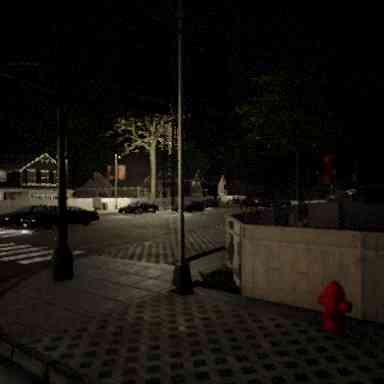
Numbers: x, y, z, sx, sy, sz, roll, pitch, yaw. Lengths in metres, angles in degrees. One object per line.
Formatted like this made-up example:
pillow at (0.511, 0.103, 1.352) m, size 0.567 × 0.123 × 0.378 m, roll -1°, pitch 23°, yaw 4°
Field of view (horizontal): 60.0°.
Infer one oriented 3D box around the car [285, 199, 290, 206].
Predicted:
car at (15.379, 1.801, 55.972) m, size 1.895 × 1.301 × 4.718 m, roll 0°, pitch 0°, yaw 24°

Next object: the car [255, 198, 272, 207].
car at (12.412, 1.784, 57.298) m, size 1.994 × 1.385 × 4.181 m, roll 0°, pitch 0°, yaw 24°

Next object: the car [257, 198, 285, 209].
car at (11.289, 1.720, 47.167) m, size 2.033 × 1.411 × 5.357 m, roll 0°, pitch 0°, yaw 26°

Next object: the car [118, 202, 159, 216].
car at (-5.615, 1.740, 35.689) m, size 2.033 × 1.411 × 5.357 m, roll 0°, pitch 0°, yaw 28°

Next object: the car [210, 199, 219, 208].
car at (2.789, 1.762, 52.153) m, size 1.812 × 1.442 × 4.674 m, roll 0°, pitch -1°, yaw 26°

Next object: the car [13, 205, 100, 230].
car at (-8.910, 1.684, 22.886) m, size 2.033 × 1.411 × 5.357 m, roll 0°, pitch 0°, yaw 33°

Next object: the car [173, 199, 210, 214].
car at (-0.198, 1.732, 39.011) m, size 2.033 × 1.411 × 5.357 m, roll 0°, pitch 0°, yaw 27°

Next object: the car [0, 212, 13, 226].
car at (-11.628, 1.706, 24.724) m, size 2.033 × 1.411 × 5.357 m, roll 0°, pitch 0°, yaw 30°

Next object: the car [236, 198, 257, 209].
car at (8.235, 1.697, 48.274) m, size 1.837 × 1.490 × 4.892 m, roll 0°, pitch 0°, yaw 24°

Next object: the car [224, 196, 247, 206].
car at (7.013, 1.418, 53.374) m, size 2.033 × 1.411 × 5.357 m, roll 0°, pitch 0°, yaw 25°
